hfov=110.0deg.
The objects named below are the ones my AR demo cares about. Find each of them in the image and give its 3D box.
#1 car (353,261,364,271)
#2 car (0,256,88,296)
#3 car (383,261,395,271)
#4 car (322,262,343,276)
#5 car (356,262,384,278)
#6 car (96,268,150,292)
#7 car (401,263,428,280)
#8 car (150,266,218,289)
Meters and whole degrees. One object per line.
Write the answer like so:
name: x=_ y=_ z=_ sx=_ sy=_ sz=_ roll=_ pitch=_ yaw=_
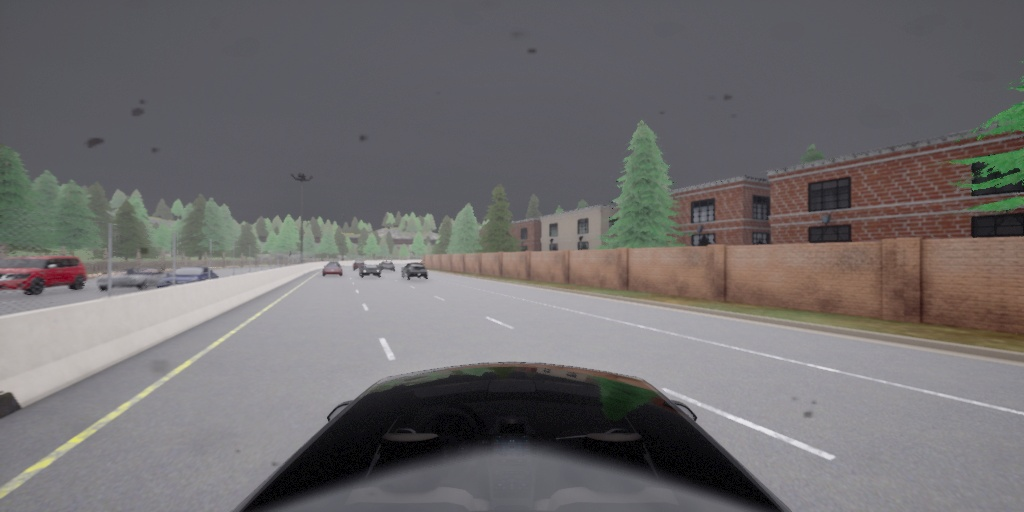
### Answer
car: x=-24.195 y=1.514 z=56.980 sx=1.882 sy=1.535 sz=5.008 roll=0 pitch=-2 yaw=-24
car: x=-25.831 y=1.018 z=19.350 sx=2.150 sy=2.045 sz=5.566 roll=0 pitch=0 yaw=-26
car: x=-18.593 y=1.515 z=53.261 sx=2.128 sy=1.511 sz=4.902 roll=0 pitch=-1 yaw=-26
car: x=-19.923 y=1.503 z=39.853 sx=1.994 sy=1.385 sz=4.181 roll=0 pitch=0 yaw=-26
car: x=-14.852 y=1.537 z=37.371 sx=1.895 sy=1.301 sz=4.718 roll=0 pitch=0 yaw=-26
car: x=-23.396 y=1.423 z=22.365 sx=1.895 sy=1.301 sz=4.718 roll=0 pitch=0 yaw=-26
car: x=-9.218 y=1.429 z=33.724 sx=1.837 sy=1.490 sz=4.892 roll=0 pitch=-1 yaw=-26
car: x=-18.947 y=1.351 z=21.182 sx=1.812 sy=1.442 sz=4.674 roll=0 pitch=0 yaw=-26
